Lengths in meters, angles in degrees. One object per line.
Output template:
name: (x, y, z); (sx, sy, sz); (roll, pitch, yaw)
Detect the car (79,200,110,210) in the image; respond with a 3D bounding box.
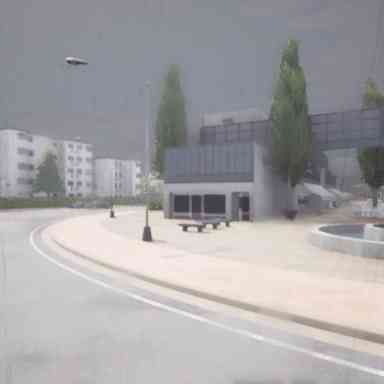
car: (-15.819, 2.152, 55.388); (1.837, 1.490, 4.892); (0, -1, 27)

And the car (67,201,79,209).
car: (-18.815, 2.199, 57.235); (2.033, 1.411, 5.357); (0, -1, 28)
